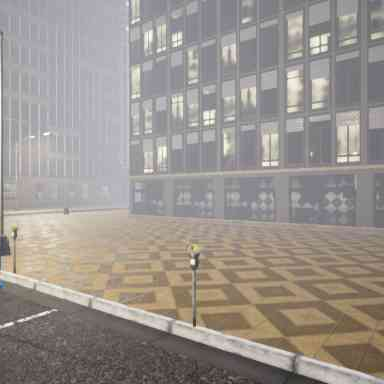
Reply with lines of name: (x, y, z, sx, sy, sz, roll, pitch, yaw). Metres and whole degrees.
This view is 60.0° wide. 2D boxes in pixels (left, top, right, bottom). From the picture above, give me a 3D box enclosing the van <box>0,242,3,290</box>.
van: (-5.649, 1.337, 7.020, 3.998, 1.788, 1.690, 0, 0, 36)
